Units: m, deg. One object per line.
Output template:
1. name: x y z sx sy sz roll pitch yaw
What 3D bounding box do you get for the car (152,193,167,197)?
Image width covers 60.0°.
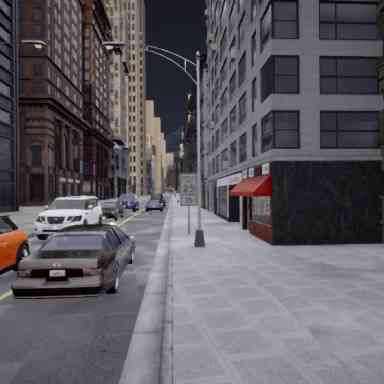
1. car: -4.968 1.180 48.861 2.150 2.045 5.566 -1 0 -3

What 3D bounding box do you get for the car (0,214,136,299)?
1. car: -2.638 1.546 8.659 2.033 1.411 5.357 -1 0 -3

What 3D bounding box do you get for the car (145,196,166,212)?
1. car: -4.329 1.535 38.772 1.994 1.385 4.181 -1 0 -3

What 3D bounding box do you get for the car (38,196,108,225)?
1. car: -6.259 1.240 17.587 2.150 2.045 5.566 -1 0 -3

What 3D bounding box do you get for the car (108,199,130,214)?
1. car: -6.851 1.557 27.890 2.033 1.411 5.357 -1 0 -3

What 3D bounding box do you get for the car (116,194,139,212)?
1. car: -7.431 1.220 38.611 2.150 2.045 5.566 -1 0 -3

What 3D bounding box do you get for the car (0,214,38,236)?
1. car: -5.696 1.379 7.808 2.097 1.767 4.553 -1 0 -3
